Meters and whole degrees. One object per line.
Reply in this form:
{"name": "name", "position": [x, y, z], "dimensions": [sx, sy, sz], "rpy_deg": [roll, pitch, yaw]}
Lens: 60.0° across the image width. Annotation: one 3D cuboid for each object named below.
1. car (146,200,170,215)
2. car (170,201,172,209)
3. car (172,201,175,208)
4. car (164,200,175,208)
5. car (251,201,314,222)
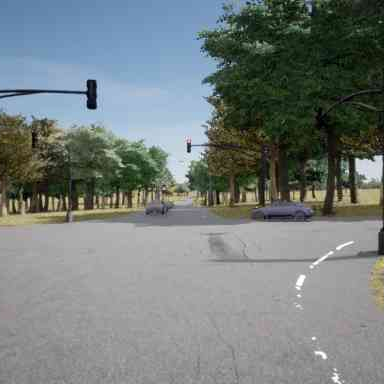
{"name": "car", "position": [-4.172, 1.739, 39.448], "dimensions": [2.097, 1.767, 4.553], "rpy_deg": [0, -1, 0]}
{"name": "car", "position": [-4.344, 2.151, 48.819], "dimensions": [1.895, 1.301, 4.718], "rpy_deg": [0, -1, -1]}
{"name": "car", "position": [-4.584, 2.308, 59.885], "dimensions": [2.033, 1.411, 5.357], "rpy_deg": [0, -1, -1]}
{"name": "car", "position": [-4.759, 2.561, 70.921], "dimensions": [2.128, 1.511, 4.902], "rpy_deg": [0, -2, -1]}
{"name": "car", "position": [6.217, 1.292, 22.962], "dimensions": [4.181, 1.385, 1.994], "rpy_deg": [-3, -1, 30]}
